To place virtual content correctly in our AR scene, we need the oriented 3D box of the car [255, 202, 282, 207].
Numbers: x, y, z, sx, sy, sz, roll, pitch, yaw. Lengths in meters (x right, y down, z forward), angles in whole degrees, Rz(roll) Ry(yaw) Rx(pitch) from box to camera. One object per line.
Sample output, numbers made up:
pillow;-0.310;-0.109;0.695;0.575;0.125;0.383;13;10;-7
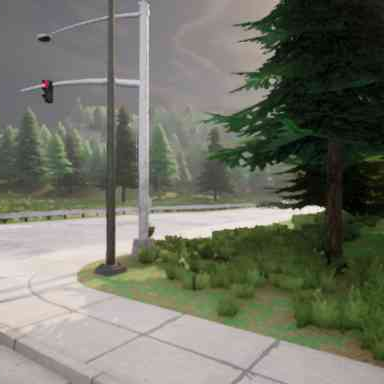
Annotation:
car;9.874;1.495;43.062;1.895;1.301;4.718;0;0;36
